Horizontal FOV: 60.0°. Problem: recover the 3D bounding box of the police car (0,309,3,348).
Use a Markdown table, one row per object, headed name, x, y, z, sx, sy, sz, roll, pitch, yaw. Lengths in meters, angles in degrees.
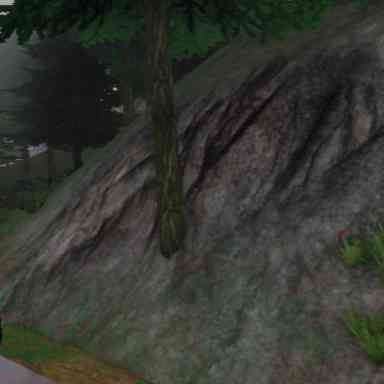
| name | x | y | z | sx | sy | sz | roll | pitch | yaw |
| --- | --- | --- | --- | --- | --- | --- | --- | --- | --- |
| police car | -4.821 | 1.590 | 4.710 | 5.238 | 1.638 | 1.930 | -3 | -1 | 32 |
